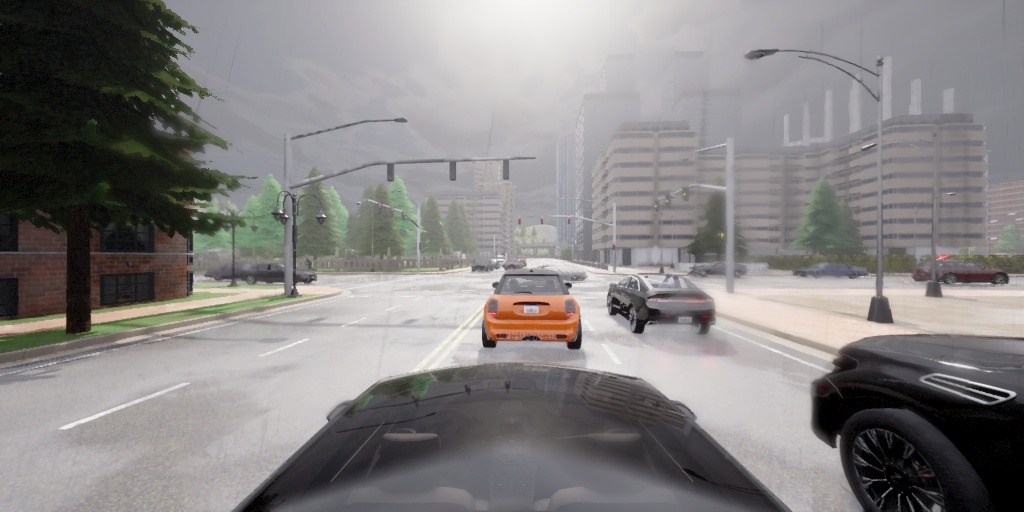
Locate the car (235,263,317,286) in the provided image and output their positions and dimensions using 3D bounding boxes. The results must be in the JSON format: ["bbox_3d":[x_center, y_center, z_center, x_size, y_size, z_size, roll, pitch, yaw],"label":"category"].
[{"bbox_3d":[-16.201,1.254,25.044,4.892,1.490,1.837,0,0,4],"label":"car"}]

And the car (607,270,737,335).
[{"bbox_3d":[4.092,1.241,10.578,2.128,1.511,4.902,0,0,4],"label":"car"}]

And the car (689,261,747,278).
[{"bbox_3d":[19.001,1.241,33.236,4.902,1.511,2.128,0,0,4],"label":"car"}]

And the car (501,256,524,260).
[{"bbox_3d":[0.134,1.102,50.038,2.097,1.767,4.553,0,0,4],"label":"car"}]

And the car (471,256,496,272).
[{"bbox_3d":[-3.761,1.102,45.866,2.097,1.767,4.553,0,0,6],"label":"car"}]

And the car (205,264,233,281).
[{"bbox_3d":[-21.631,1.297,28.948,5.357,1.411,2.033,0,0,4],"label":"car"}]

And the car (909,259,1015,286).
[{"bbox_3d":[31.368,1.102,25.125,4.553,1.767,2.097,0,0,4],"label":"car"}]

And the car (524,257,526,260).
[{"bbox_3d":[0.779,1.314,58.634,1.994,1.385,4.181,0,0,5],"label":"car"}]

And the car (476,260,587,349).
[{"bbox_3d":[0.517,1.102,9.350,2.097,1.767,4.553,0,0,3],"label":"car"}]

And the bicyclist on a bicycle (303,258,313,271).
[{"bbox_3d":[-22.760,1.051,40.035,0.582,1.620,1.656,0,0,4],"label":"bicyclist on a bicycle"}]

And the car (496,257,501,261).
[{"bbox_3d":[-3.026,1.241,54.785,2.128,1.511,4.902,0,0,4],"label":"car"}]

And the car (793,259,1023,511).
[{"bbox_3d":[3.708,0.971,0.741,2.150,2.045,5.566,0,0,0],"label":"car"}]

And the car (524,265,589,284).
[{"bbox_3d":[3.279,1.351,27.147,4.718,1.301,1.895,0,0,4],"label":"car"}]

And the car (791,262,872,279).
[{"bbox_3d":[28.849,1.297,32.526,5.357,1.411,2.033,0,0,4],"label":"car"}]
